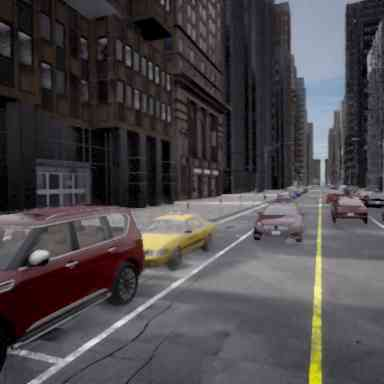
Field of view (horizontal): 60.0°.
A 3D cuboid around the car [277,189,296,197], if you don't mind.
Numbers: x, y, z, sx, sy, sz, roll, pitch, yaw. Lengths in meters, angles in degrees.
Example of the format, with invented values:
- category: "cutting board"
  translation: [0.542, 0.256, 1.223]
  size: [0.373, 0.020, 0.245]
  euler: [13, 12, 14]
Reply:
- category: "car"
  translation: [11.683, 0.591, 41.960]
  size: [1.802, 1.307, 4.206]
  euler: [0, 1, 21]

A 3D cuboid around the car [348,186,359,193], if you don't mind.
- category: "car"
  translation: [19.632, 0.416, 38.880]
  size: [1.967, 1.590, 4.097]
  euler: [0, 1, 21]

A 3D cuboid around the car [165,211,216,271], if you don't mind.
- category: "car"
  translation: [-0.599, 1.318, 10.394]
  size: [1.752, 1.417, 4.829]
  euler: [0, 1, 21]

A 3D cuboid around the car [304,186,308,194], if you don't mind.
- category: "car"
  translation: [23.904, -0.181, 73.368]
  size: [1.802, 1.307, 4.206]
  euler: [0, 1, 21]

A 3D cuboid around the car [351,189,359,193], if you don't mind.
- category: "car"
  translation: [17.596, 0.650, 33.647]
  size: [1.887, 1.381, 4.507]
  euler: [0, 1, 21]

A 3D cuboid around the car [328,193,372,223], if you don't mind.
- category: "car"
  translation: [9.473, 0.997, 20.207]
  size: [1.812, 1.442, 4.674]
  euler: [0, 1, 22]

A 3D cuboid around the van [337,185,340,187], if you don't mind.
- category: "van"
  translation: [29.815, -0.326, 65.054]
  size: [1.690, 1.788, 3.998]
  euler: [0, 1, 21]

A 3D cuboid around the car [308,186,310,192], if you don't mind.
- category: "car"
  translation: [25.937, -0.575, 78.597]
  size: [2.192, 1.841, 5.009]
  euler: [0, 1, 21]

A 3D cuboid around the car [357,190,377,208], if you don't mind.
- category: "car"
  translation: [15.560, 0.800, 28.413]
  size: [1.947, 1.339, 4.313]
  euler: [0, 1, 21]

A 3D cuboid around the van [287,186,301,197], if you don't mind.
- category: "van"
  translation: [15.754, 0.092, 52.425]
  size: [1.690, 1.788, 3.998]
  euler: [0, 1, 21]

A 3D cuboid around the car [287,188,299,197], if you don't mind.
- category: "car"
  translation: [13.720, 0.445, 47.195]
  size: [1.947, 1.339, 4.313]
  euler: [0, 1, 21]

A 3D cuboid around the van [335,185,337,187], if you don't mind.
- category: "van"
  translation: [31.852, -0.454, 70.288]
  size: [1.690, 1.788, 3.998]
  euler: [0, 1, 21]

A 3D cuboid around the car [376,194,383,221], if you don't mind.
- category: "car"
  translation: [11.547, 1.014, 18.100]
  size: [1.752, 1.417, 4.829]
  euler: [0, 1, 21]

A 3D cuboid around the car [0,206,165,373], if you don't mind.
- category: "car"
  translation: [-2.576, 1.236, 5.313]
  size: [2.192, 1.841, 5.009]
  euler: [0, 1, 21]

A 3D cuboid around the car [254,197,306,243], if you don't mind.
- category: "car"
  translation: [3.920, 1.182, 14.389]
  size: [1.812, 1.442, 4.674]
  euler: [0, 1, 21]

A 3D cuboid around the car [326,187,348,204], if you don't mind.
- category: "car"
  translation: [16.565, 0.500, 38.386]
  size: [1.882, 1.535, 5.008]
  euler: [0, 1, 21]

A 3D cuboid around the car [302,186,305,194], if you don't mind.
- category: "car"
  translation: [19.830, 0.059, 62.899]
  size: [1.947, 1.339, 4.313]
  euler: [0, 1, 21]

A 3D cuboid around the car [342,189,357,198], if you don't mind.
- category: "car"
  translation: [25.744, 0.155, 54.588]
  size: [1.947, 1.339, 4.313]
  euler: [0, 1, 21]

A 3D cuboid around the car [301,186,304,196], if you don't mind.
- category: "car"
  translation: [17.793, 0.167, 57.664]
  size: [1.887, 1.381, 4.507]
  euler: [0, 1, 21]
